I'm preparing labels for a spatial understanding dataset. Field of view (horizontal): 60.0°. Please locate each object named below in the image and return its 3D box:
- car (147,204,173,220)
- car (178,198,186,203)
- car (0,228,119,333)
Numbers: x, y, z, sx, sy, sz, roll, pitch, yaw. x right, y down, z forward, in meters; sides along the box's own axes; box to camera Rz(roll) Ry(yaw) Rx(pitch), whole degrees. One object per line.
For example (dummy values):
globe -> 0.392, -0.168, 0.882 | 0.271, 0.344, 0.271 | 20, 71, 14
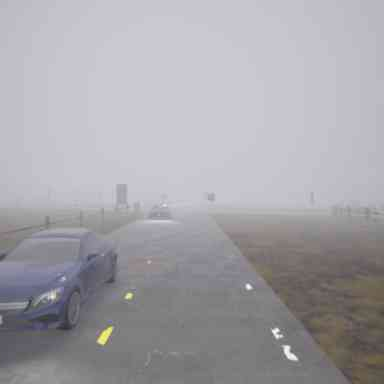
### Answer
car -> -2.803, 1.743, 29.893 | 1.994, 1.385, 4.181 | 0, -1, 1
car -> -2.777, 2.405, 91.029 | 1.994, 1.385, 4.181 | 0, -1, 0
car -> -2.842, 1.565, 7.108 | 1.812, 1.442, 4.674 | 0, 0, 1
